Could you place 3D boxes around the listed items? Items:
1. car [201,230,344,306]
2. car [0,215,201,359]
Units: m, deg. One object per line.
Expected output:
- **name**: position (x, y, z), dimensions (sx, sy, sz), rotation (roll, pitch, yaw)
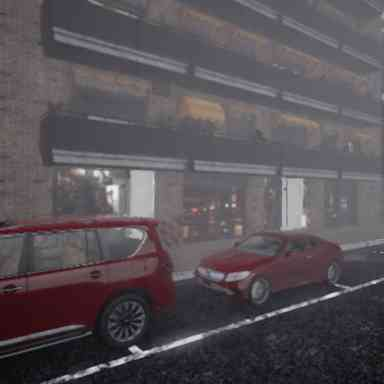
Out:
- **car**: position (2.013, 1.602, 8.006), dimensions (4.206, 1.307, 1.802), rotation (0, 0, -36)
- **car**: position (-2.568, 1.317, 4.724), dimensions (5.009, 1.841, 2.192), rotation (0, 0, -36)
